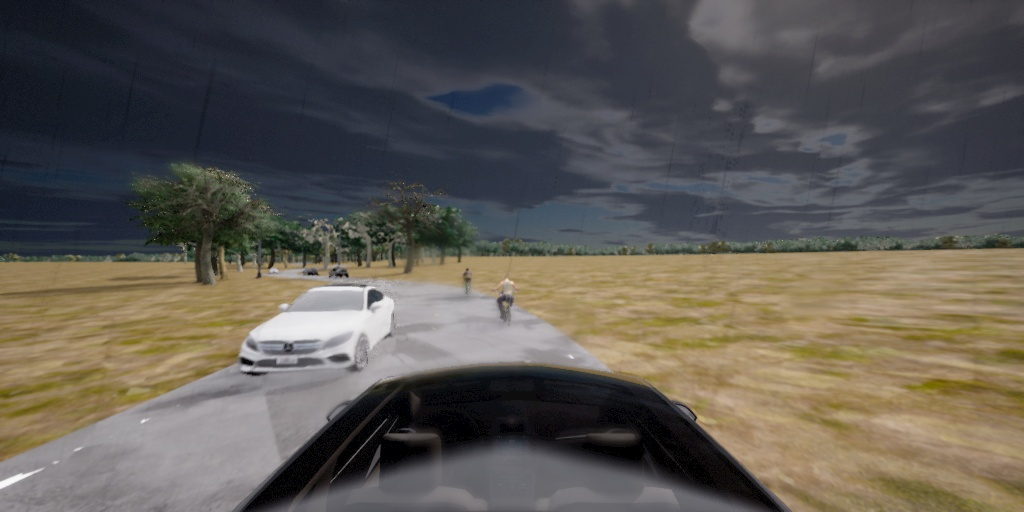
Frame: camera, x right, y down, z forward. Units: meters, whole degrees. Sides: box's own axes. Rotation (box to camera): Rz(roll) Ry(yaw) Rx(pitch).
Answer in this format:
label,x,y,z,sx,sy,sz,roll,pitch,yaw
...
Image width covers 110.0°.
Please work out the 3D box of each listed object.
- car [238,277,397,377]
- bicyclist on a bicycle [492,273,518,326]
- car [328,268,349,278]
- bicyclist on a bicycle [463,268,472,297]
label,x,y,z,sx,sy,sz,roll,pitch,yaw
car,-3.745,1.359,7.807,1.812,1.442,4.674,0,-1,-7
bicyclist on a bicycle,-0.189,1.317,11.273,0.866,1.612,1.509,0,-1,-10
car,-26.458,2.566,54.604,1.837,1.490,4.892,1,-2,-43
bicyclist on a bicycle,-2.547,1.522,20.713,0.582,1.620,1.656,0,-2,-18
